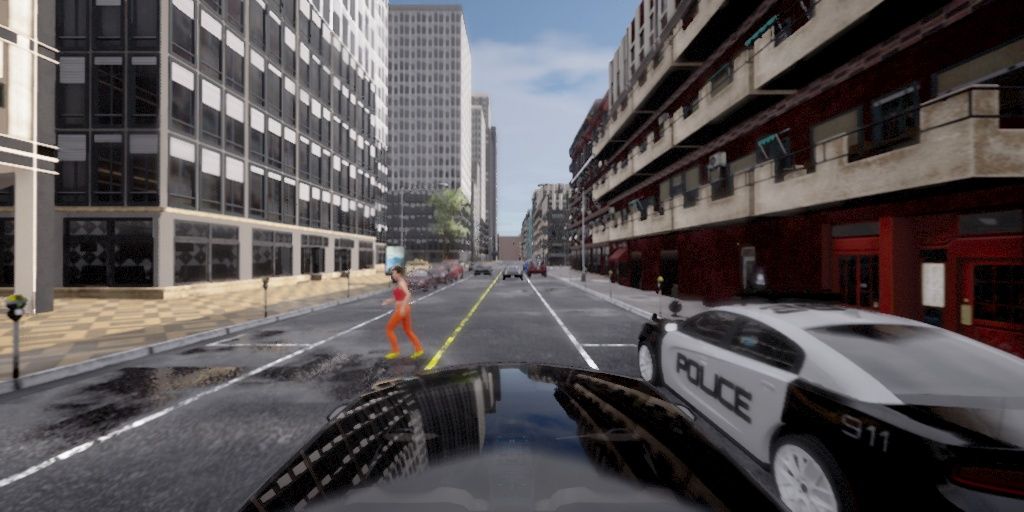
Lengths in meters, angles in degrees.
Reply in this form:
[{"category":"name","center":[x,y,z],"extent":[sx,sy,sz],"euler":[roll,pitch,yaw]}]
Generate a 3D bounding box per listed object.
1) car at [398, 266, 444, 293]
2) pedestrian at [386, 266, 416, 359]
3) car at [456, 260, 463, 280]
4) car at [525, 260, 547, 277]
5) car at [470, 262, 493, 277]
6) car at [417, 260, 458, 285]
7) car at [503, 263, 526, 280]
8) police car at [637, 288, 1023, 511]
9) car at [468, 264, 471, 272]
[{"category":"car","center":[-5.696,1.472,22.119],"extent":[1.802,1.307,4.207],"euler":[0,0,0]},{"category":"pedestrian","center":[-2.169,1.080,7.012],"extent":[0.375,1.860,0.375],"euler":[0,0,-1]},{"category":"car","center":[-5.699,1.283,33.220],"extent":[2.192,1.841,5.009],"euler":[0,0,0]},{"category":"car","center":[2.679,1.323,38.774],"extent":[2.192,1.841,5.009],"euler":[0,0,0]},{"category":"car","center":[-3.108,1.614,39.450],"extent":[1.895,1.301,4.718],"euler":[0,0,0]},{"category":"car","center":[-5.698,1.369,27.669],"extent":[1.967,1.591,4.097],"euler":[0,0,0]},{"category":"car","center":[0.082,1.577,34.265],"extent":[1.895,1.301,4.718],"euler":[0,0,0]},{"category":"police car","center":[2.999,1.192,4.098],"extent":[1.930,1.638,5.238],"euler":[0,0,0]},{"category":"car","center":[-5.706,1.695,55.423],"extent":[1.948,1.339,4.313],"euler":[0,0,0]}]
